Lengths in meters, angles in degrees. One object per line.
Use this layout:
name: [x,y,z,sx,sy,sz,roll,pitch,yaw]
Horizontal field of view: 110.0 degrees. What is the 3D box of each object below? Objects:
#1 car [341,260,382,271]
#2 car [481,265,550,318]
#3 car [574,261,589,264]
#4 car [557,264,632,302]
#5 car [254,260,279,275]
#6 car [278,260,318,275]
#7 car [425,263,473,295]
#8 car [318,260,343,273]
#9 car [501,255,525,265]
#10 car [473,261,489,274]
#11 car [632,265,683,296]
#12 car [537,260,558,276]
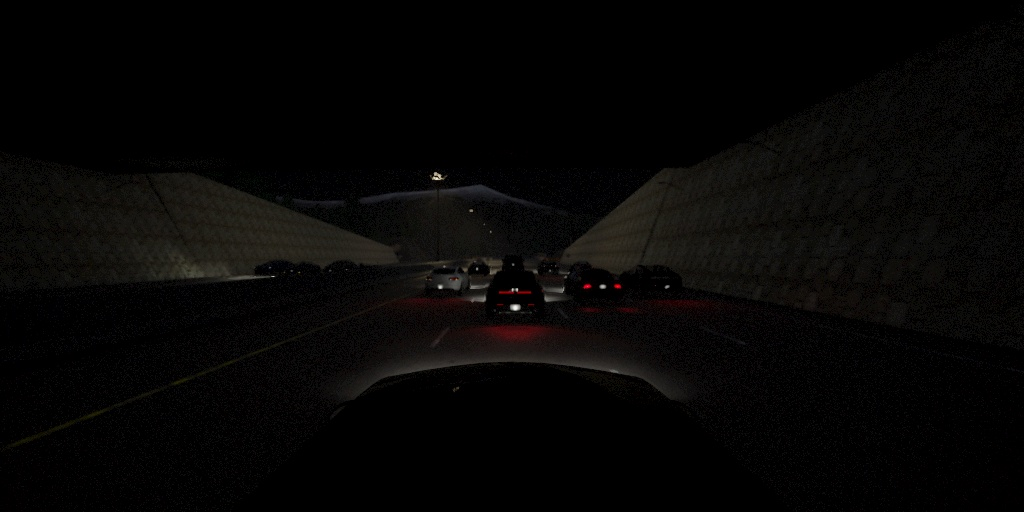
car: [-14.081,1.273,34.264,1.895,1.301,4.718,0,0,0]
car: [0.099,1.228,12.778,1.837,1.490,4.892,0,0,0]
car: [7.117,1.231,36.652,1.994,1.385,4.181,0,0,0]
car: [3.601,1.262,16.712,2.033,1.411,5.357,0,0,0]
car: [-24.572,1.142,37.485,1.882,1.535,5.008,0,0,0]
car: [-21.072,1.231,36.320,1.994,1.385,4.181,0,0,0]
car: [-3.397,1.234,19.320,1.812,1.442,4.674,0,0,0]
car: [-17.571,1.170,37.029,1.837,1.490,4.892,0,0,0]
car: [0.116,0.890,35.850,2.150,2.045,5.566,0,0,0]
car: [-3.384,1.231,36.778,1.994,1.385,4.181,0,0,0]
car: [7.102,1.201,18.836,2.128,1.511,4.902,0,0,0]
car: [3.616,1.159,36.377,2.128,1.511,4.902,0,0,0]
